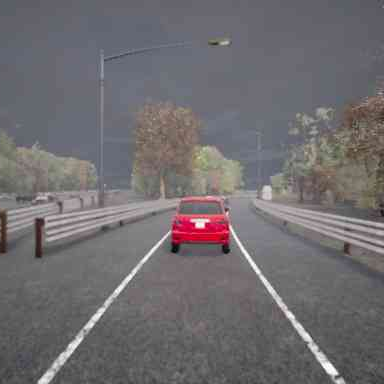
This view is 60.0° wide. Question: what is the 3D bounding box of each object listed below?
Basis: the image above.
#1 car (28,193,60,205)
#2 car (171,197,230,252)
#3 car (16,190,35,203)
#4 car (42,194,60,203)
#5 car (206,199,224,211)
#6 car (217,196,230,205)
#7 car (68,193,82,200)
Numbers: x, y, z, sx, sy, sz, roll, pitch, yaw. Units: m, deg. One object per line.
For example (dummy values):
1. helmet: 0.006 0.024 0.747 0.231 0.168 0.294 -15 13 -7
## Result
1. car: -16.493 1.134 37.357 1.812 1.442 4.674 0 0 -11
2. car: 0.402 1.231 14.032 2.150 2.045 5.566 0 0 3
3. car: -26.889 0.668 54.339 2.150 2.045 5.566 0 0 -11
4. car: -23.637 1.062 55.946 1.895 1.301 4.718 0 0 -11
5. car: 2.985 1.591 42.284 1.994 1.385 4.181 0 0 8
6. car: 5.688 1.554 59.628 1.812 1.442 4.674 0 0 12
7. car: -20.682 0.972 58.969 1.837 1.490 4.892 0 0 -11
